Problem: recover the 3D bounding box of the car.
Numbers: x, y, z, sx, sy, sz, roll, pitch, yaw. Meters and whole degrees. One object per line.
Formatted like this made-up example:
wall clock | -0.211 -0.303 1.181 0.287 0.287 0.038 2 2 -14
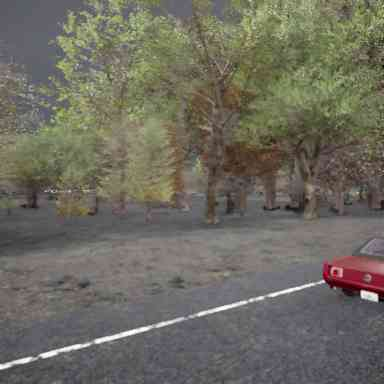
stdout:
car | 5.043 1.611 7.343 4.718 1.301 1.895 0 0 -35
